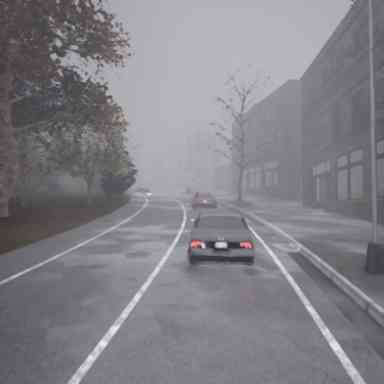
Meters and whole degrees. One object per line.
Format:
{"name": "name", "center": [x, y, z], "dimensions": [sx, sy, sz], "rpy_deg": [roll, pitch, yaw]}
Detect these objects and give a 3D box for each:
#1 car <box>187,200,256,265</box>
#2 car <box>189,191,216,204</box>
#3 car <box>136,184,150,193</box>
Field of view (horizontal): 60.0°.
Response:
{"name": "car", "center": [0.883, 1.237, 10.540], "dimensions": [2.033, 1.411, 5.357], "rpy_deg": [0, 2, 4]}
{"name": "car", "center": [0.883, 0.637, 28.006], "dimensions": [1.994, 1.385, 4.181], "rpy_deg": [1, 2, -4]}
{"name": "car", "center": [-8.457, -0.595, 57.489], "dimensions": [1.812, 1.442, 4.674], "rpy_deg": [2, 2, -18]}
